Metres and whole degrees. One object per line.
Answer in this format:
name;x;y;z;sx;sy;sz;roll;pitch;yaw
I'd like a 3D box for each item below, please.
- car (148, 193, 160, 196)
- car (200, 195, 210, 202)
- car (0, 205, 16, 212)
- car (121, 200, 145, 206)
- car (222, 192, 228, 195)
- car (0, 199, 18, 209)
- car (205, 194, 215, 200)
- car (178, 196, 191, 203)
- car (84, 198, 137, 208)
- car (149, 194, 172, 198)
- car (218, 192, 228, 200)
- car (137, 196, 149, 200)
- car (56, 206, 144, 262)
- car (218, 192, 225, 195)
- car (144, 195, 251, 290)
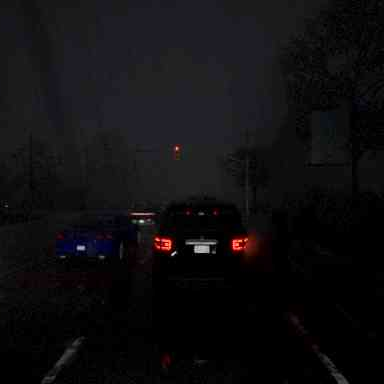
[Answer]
car;-6.785;1.223;59.457;2.150;2.045;5.566;0;0;8
car;3.156;1.518;79.013;1.812;1.442;4.674;0;0;10
car;-3.362;1.222;1.489;2.150;2.045;5.566;0;0;0
car;-2.806;1.491;21.657;2.128;1.511;4.902;0;0;2
car;6.611;1.350;78.457;2.097;1.767;4.553;0;0;10
car;-22.470;1.529;38.155;4.674;1.442;1.812;0;0;7
car;4.873;1.390;88.815;2.033;1.411;5.357;0;0;11
car;-1.609;1.552;71.204;1.994;1.385;4.181;0;0;8
car;-9.323;1.547;37.600;5.357;1.411;2.033;0;0;-4
car;-4.486;1.477;48.648;1.882;1.535;5.008;0;0;6
car;8.399;1.093;88.623;2.150;2.045;5.566;0;0;11
car;-8.017;1.564;48.515;1.994;1.385;4.181;0;0;6
car;-3.169;1.478;12.166;1.882;1.535;5.008;0;0;2
car;0.596;1.221;19.560;2.150;2.045;5.566;0;0;2
car;0.254;1.221;9.228;2.150;2.045;5.566;0;0;1
